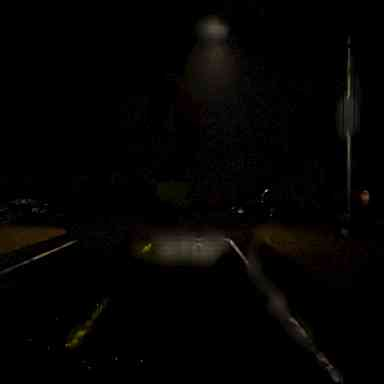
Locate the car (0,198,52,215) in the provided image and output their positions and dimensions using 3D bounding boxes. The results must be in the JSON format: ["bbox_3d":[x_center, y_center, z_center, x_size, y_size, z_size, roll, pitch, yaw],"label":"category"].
[{"bbox_3d":[-16.083,1.362,31.914,4.902,1.511,2.128,0,0,-2],"label":"car"}]

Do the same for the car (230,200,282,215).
[{"bbox_3d":[6.211,1.477,32.499,5.008,1.535,1.882,0,0,-2],"label":"car"}]
